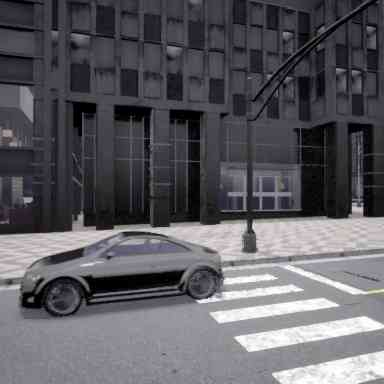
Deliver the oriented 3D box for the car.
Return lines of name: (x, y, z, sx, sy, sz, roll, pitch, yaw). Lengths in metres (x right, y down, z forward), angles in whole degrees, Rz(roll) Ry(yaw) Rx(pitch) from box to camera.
car: (-1.409, 1.576, 7.279, 4.181, 1.385, 1.994, -1, 0, -17)
